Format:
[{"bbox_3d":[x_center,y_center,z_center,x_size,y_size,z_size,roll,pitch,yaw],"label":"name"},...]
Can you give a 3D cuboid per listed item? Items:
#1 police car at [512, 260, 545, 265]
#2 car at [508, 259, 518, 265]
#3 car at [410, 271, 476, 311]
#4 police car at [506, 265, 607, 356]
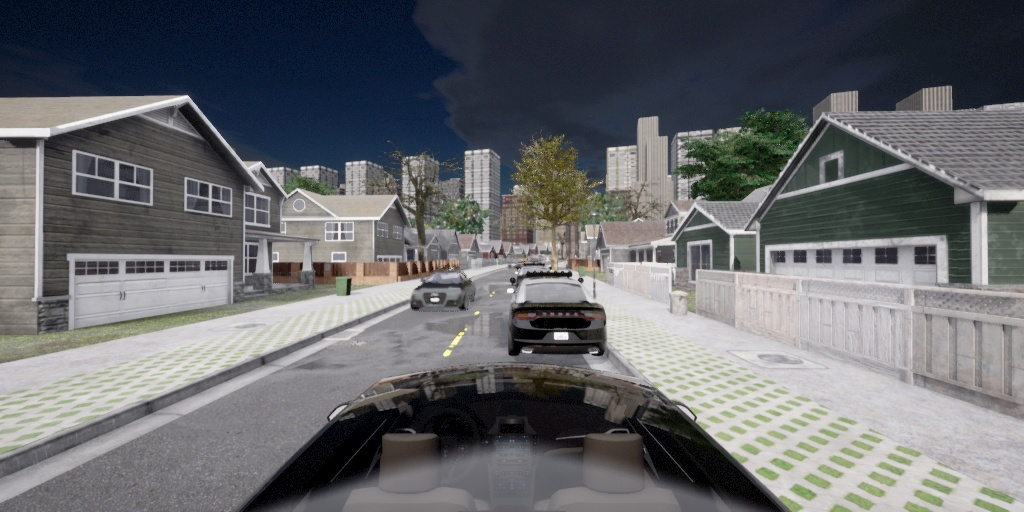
[{"bbox_3d":[1.166,1.181,18.714,1.930,1.638,5.238,0,0,2],"label":"police car"},{"bbox_3d":[0.439,1.286,57.081,2.128,1.511,4.902,0,0,7],"label":"car"},{"bbox_3d":[-2.615,1.318,14.394,1.994,1.385,4.181,0,0,2],"label":"car"},{"bbox_3d":[0.891,1.177,8.762,1.930,1.638,5.238,0,0,1],"label":"police car"}]
